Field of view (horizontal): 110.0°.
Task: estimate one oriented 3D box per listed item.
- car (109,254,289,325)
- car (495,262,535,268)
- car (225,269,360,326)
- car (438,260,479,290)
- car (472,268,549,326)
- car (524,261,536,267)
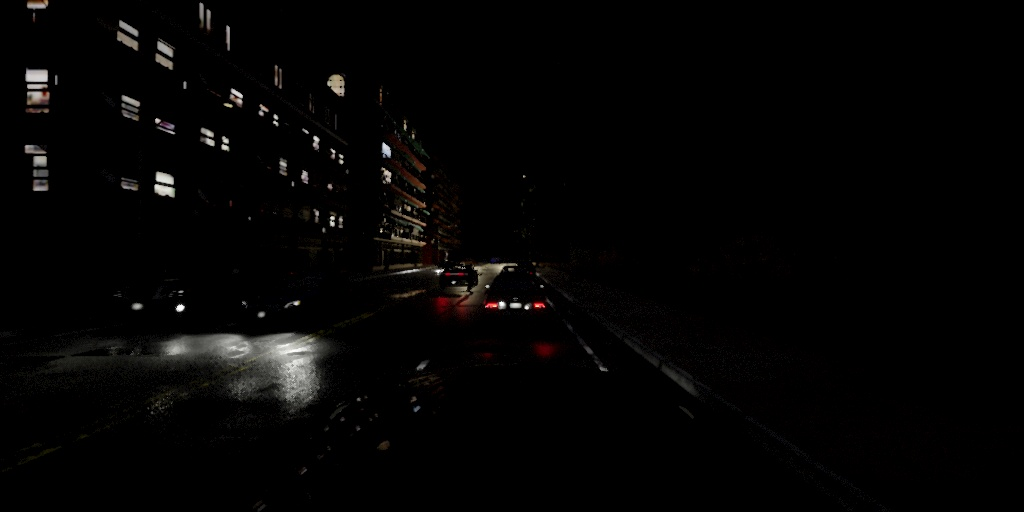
[{"bbox_3d":[-9.863,0.961,12.193,2.150,2.045,5.566,0,0,0],"label":"car"},{"bbox_3d":[0.075,1.276,22.013,2.033,1.411,5.357,0,0,0],"label":"car"},{"bbox_3d":[-6.612,1.265,11.792,1.812,1.442,4.674,0,0,0],"label":"car"},{"bbox_3d":[-3.175,1.220,22.039,2.128,1.511,4.902,0,0,0],"label":"car"},{"bbox_3d":[0.090,1.287,11.533,2.033,1.411,5.357,0,0,0],"label":"car"},{"bbox_3d":[1.100,1.222,31.782,1.837,1.490,4.892,0,0,0],"label":"car"}]
